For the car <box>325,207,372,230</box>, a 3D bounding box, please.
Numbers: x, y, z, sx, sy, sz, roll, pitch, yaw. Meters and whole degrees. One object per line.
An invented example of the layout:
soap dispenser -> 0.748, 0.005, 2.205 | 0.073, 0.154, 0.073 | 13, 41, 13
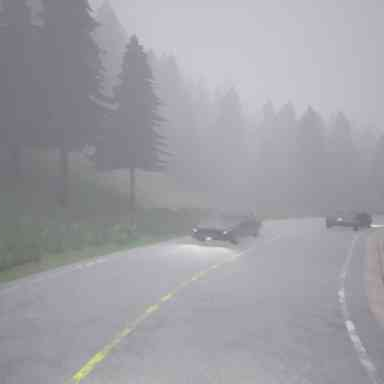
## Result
car -> 10.495, 1.693, 22.184 | 1.994, 1.385, 4.181 | 1, 0, 41

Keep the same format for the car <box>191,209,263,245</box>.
car -> 1.926, 1.561, 16.132 | 2.033, 1.411, 5.357 | 1, 0, 28
